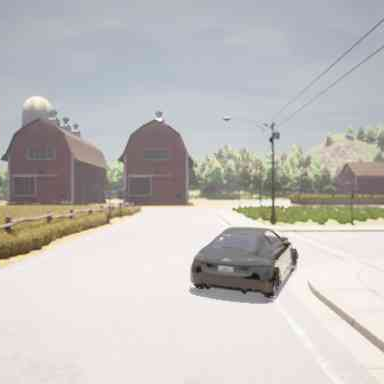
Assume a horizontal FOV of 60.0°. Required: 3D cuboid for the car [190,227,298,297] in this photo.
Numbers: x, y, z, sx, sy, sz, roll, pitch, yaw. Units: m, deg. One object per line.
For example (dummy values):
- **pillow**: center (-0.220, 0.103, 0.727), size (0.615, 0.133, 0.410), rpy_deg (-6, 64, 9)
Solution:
- **car**: center (1.566, 1.630, 8.968), size (1.994, 1.385, 4.181), rpy_deg (0, 0, 25)
